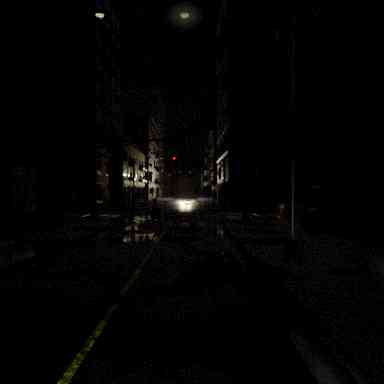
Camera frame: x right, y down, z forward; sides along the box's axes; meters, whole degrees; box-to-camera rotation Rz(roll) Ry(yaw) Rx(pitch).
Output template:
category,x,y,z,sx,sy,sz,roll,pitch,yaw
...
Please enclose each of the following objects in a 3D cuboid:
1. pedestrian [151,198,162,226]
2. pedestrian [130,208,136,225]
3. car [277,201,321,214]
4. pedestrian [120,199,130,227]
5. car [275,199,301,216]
category,x,y,z,sx,sy,sz,roll,pitch,yaw
pedestrian,-2.339,1.280,21.787,0.375,1.860,0.375,0,0,0
pedestrian,-3.992,1.661,22.382,0.500,1.100,0.500,0,0,0
car,11.507,1.665,36.042,4.206,1.307,1.802,1,0,0
pedestrian,-4.346,1.281,21.166,0.375,1.860,0.375,0,0,0
car,10.751,1.445,33.467,4.553,1.767,2.097,1,0,0
